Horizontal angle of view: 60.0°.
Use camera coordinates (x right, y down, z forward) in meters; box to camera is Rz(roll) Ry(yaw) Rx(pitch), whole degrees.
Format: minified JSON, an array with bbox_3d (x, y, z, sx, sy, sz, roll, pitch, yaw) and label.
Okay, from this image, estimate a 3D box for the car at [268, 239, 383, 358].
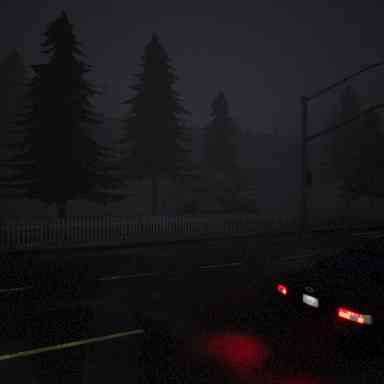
[{"bbox_3d":[3.891,1.547,5.698,5.357,1.411,2.033,0,0,-26],"label":"car"}]
